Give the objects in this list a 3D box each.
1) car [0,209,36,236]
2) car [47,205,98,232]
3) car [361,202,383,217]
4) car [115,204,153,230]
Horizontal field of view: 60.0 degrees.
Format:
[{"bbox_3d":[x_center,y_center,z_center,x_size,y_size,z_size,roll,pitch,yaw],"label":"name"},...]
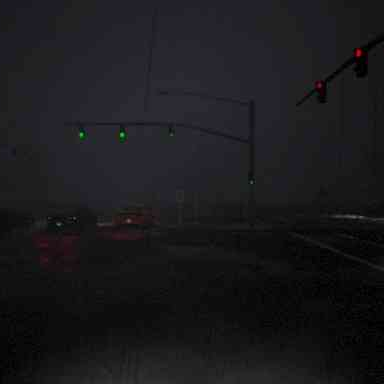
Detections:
[{"bbox_3d":[-10.578,1.592,18.432,1.895,1.301,4.718,0,0,-1],"label":"car"},{"bbox_3d":[-7.090,1.527,19.965,1.812,1.442,4.674,0,0,-1],"label":"car"},{"bbox_3d":[18.459,1.642,31.716,4.181,1.385,1.994,0,0,0],"label":"car"},{"bbox_3d":[-3.601,1.489,21.346,1.882,1.535,5.008,0,0,-1],"label":"car"}]
